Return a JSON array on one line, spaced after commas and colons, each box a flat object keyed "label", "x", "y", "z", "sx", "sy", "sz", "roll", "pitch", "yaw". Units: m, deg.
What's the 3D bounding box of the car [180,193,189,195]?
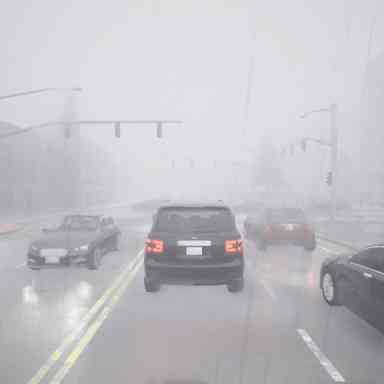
[{"label": "car", "x": -1.814, "y": 1.496, "z": 80.269, "sx": 1.837, "sy": 1.490, "sz": 4.892, "roll": 0, "pitch": 0, "yaw": -1}]

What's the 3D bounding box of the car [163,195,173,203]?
[{"label": "car", "x": -5.123, "y": 1.477, "z": 72.378, "sx": 1.882, "sy": 1.535, "sz": 5.008, "roll": 0, "pitch": 0, "yaw": -1}]

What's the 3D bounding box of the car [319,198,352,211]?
[{"label": "car", "x": 15.502, "y": 1.504, "z": 37.647, "sx": 4.892, "sy": 1.490, "sz": 1.837, "roll": 0, "pitch": 0, "yaw": -2}]

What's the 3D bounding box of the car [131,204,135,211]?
[{"label": "car", "x": -4.279, "y": 1.505, "z": 36.607, "sx": 4.892, "sy": 1.490, "sz": 1.837, "roll": 0, "pitch": 0, "yaw": -4}]

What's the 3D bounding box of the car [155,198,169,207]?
[{"label": "car", "x": -4.717, "y": 1.601, "z": 52.206, "sx": 1.895, "sy": 1.301, "sz": 4.718, "roll": 0, "pitch": 0, "yaw": -1}]

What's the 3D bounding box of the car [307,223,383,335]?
[{"label": "car", "x": 3.606, "y": 1.505, "z": 5.133, "sx": 1.837, "sy": 1.490, "sz": 4.892, "roll": 0, "pitch": 0, "yaw": 0}]

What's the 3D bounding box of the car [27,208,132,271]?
[{"label": "car", "x": -3.604, "y": 1.491, "z": 11.022, "sx": 2.128, "sy": 1.511, "sz": 4.902, "roll": 0, "pitch": 0, "yaw": 0}]

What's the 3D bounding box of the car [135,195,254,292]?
[{"label": "car", "x": 0.051, "y": 1.221, "z": 9.035, "sx": 2.150, "sy": 2.045, "sz": 5.566, "roll": 0, "pitch": 0, "yaw": 0}]

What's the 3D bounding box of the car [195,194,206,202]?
[{"label": "car", "x": 1.843, "y": 1.355, "z": 73.986, "sx": 2.097, "sy": 1.767, "sz": 4.553, "roll": 0, "pitch": 0, "yaw": -1}]

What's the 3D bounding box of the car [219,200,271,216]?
[{"label": "car", "x": 5.224, "y": 1.525, "z": 32.862, "sx": 4.674, "sy": 1.442, "sz": 1.812, "roll": 0, "pitch": 0, "yaw": -16}]

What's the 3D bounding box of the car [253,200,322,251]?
[{"label": "car", "x": 3.531, "y": 1.352, "z": 14.214, "sx": 2.097, "sy": 1.767, "sz": 4.553, "roll": 0, "pitch": 0, "yaw": 0}]

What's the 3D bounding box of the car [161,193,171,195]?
[{"label": "car", "x": -4.924, "y": 1.221, "z": 62.214, "sx": 2.150, "sy": 2.045, "sz": 5.566, "roll": 0, "pitch": 0, "yaw": 0}]

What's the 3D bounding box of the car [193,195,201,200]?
[{"label": "car", "x": 1.440, "y": 1.552, "z": 90.416, "sx": 1.994, "sy": 1.385, "sz": 4.181, "roll": 0, "pitch": 0, "yaw": -1}]
